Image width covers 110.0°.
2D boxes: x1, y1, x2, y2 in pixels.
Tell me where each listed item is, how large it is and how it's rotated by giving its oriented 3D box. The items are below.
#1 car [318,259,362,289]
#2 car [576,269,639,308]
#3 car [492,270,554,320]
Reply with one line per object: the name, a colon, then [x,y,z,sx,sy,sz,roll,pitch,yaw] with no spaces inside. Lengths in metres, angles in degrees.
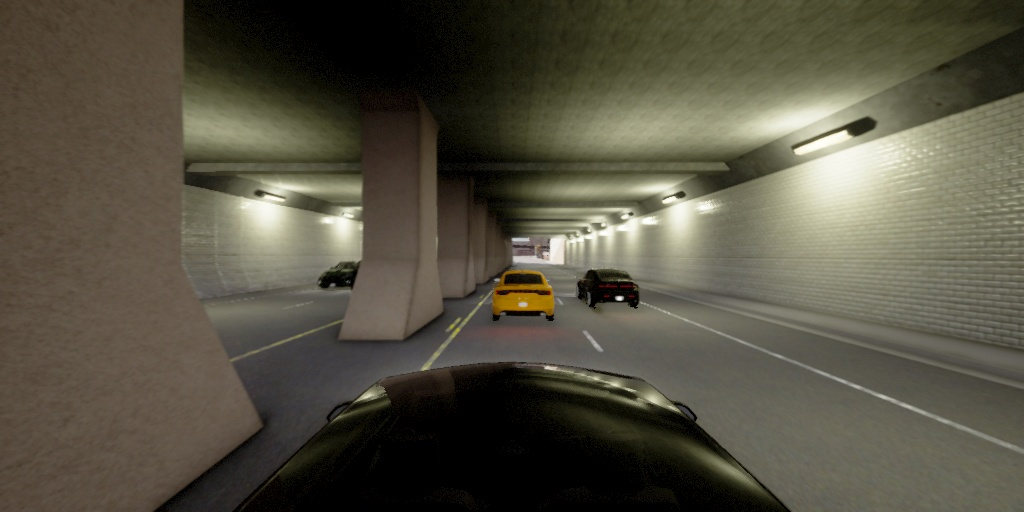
car: [-10.067,1.056,22.460,2.097,1.767,4.553,0,0,2]
car: [3.949,1.275,15.372,1.837,1.490,4.892,0,0,1]
car: [0.377,1.230,12.685,1.882,1.535,5.008,0,0,1]
